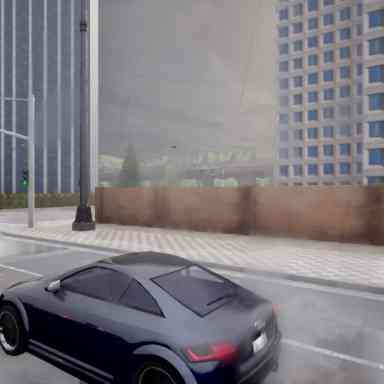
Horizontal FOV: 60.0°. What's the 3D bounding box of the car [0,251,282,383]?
[{"bbox_3d":[-0.930,1.564,4.665,4.181,1.385,1.994,0,0,35],"label":"car"}]
